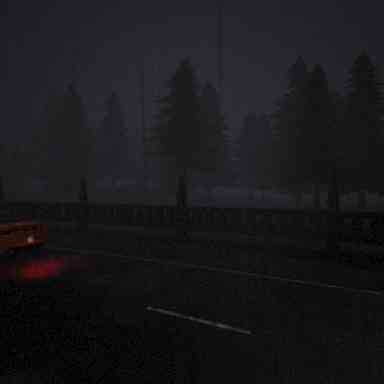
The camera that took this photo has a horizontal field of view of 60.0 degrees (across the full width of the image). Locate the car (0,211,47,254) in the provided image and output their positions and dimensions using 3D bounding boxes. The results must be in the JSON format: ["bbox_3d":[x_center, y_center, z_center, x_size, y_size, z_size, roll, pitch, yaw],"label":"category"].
[{"bbox_3d":[-7.491,1.406,12.035,5.008,1.535,1.882,0,0,27],"label":"car"}]
